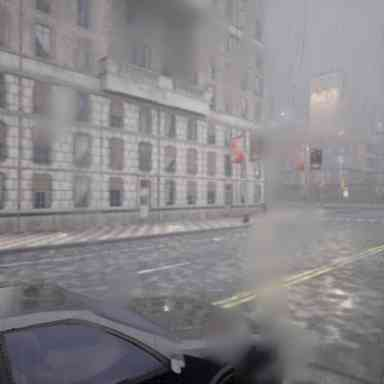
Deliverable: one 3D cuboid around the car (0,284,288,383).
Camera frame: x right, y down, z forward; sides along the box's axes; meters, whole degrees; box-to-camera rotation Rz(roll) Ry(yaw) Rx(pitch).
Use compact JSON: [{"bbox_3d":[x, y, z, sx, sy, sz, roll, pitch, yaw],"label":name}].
[{"bbox_3d":[-1.494,1.563,2.678,5.357,1.411,2.033,1,-1,-40],"label":"car"}]
